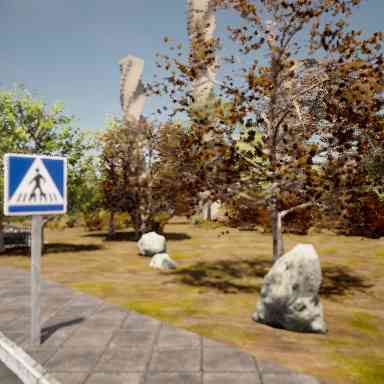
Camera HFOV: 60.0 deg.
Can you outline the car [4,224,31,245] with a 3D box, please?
[{"bbox_3d":[-12.830,3.022,22.671,4.892,1.521,2.231,0,-4,-37],"label":"car"}]
